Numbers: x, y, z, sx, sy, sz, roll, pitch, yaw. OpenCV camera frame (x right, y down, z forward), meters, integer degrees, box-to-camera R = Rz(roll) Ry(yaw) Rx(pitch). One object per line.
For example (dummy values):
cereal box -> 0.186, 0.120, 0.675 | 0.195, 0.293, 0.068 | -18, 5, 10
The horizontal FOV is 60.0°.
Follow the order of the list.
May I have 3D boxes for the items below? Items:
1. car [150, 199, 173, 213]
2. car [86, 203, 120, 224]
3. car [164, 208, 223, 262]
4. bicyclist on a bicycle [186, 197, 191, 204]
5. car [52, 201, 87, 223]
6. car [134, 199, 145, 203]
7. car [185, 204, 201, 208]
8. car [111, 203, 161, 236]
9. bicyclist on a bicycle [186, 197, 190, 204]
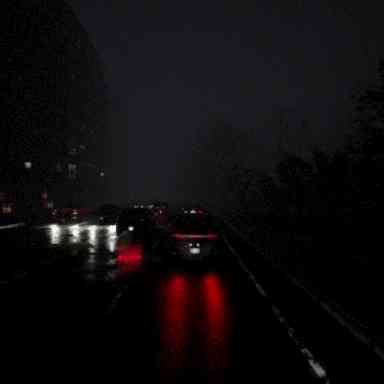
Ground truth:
car -> -3.203, 1.774, 36.068 | 1.837, 1.490, 4.892 | 0, 0, 0
car -> -6.609, 1.704, 26.676 | 1.837, 1.490, 4.892 | 0, 0, 0
car -> 0.092, 1.584, 12.517 | 2.128, 1.511, 4.902 | 0, 0, 0
bicyclist on a bicycle -> -0.446, 1.905, 72.553 | 0.659, 1.776, 1.843 | 0, 0, -4
car -> -9.862, 1.558, 27.678 | 2.097, 1.767, 4.553 | 0, 0, 0
car -> -10.894, 2.054, 68.949 | 2.033, 1.411, 5.357 | 0, 0, -3
car -> 0.087, 1.776, 30.684 | 2.033, 1.411, 5.357 | 0, 0, 0
car -> -3.153, 1.650, 19.596 | 1.837, 1.490, 4.892 | 0, 0, 0
bicyclist on a bicycle -> -1.071, 2.036, 81.608 | 0.866, 1.612, 1.509 | 0, 0, -4
